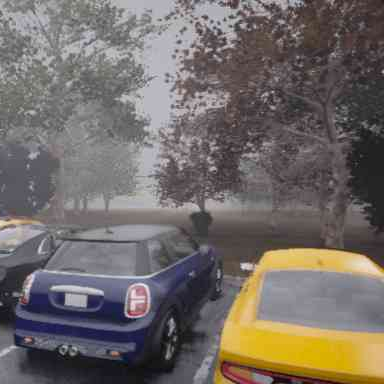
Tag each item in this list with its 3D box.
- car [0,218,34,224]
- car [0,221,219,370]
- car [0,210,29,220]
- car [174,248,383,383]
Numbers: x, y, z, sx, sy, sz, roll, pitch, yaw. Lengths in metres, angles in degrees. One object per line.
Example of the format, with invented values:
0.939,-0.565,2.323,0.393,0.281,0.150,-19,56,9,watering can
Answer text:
-3.208,1.487,7.843,2.231,1.521,4.892,0,-1,16,car
-0.815,1.361,6.071,2.185,1.767,4.553,0,-1,16,car
-5.645,1.480,9.427,1.946,1.575,5.366,1,-1,17,car
1.592,1.487,4.355,2.097,1.535,5.008,0,-1,16,car
